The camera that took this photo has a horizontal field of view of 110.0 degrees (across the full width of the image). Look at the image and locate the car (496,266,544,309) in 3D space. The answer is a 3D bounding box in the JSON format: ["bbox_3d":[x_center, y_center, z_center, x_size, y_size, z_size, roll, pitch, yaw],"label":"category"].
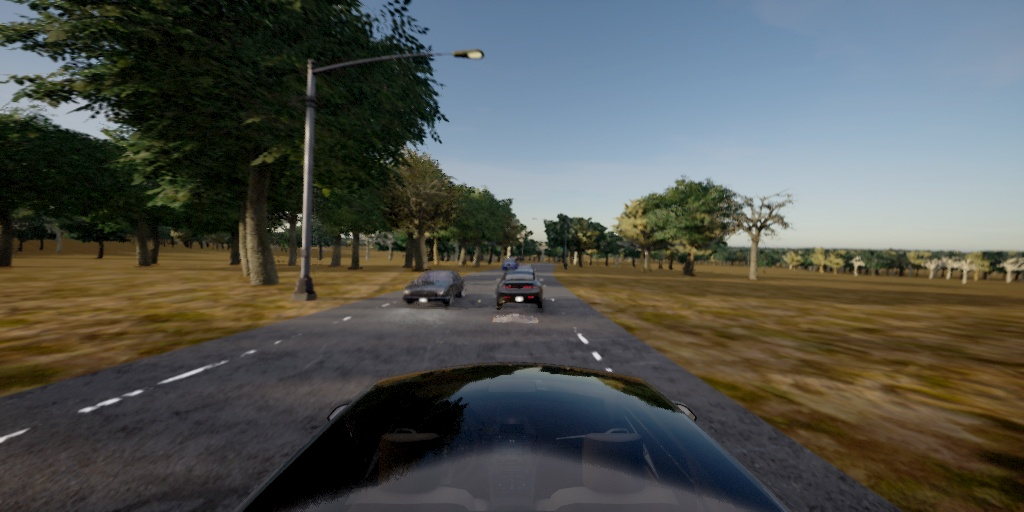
[{"bbox_3d":[0.342,1.363,15.642,1.837,1.490,4.892,0,-1,2],"label":"car"}]

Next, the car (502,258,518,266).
[{"bbox_3d":[-0.253,1.341,57.830,2.150,2.045,5.566,0,1,7],"label":"car"}]

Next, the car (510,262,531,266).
[{"bbox_3d":[1.294,1.575,34.820,2.033,1.411,5.357,0,0,4],"label":"car"}]

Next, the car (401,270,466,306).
[{"bbox_3d":[-3.319,1.334,16.396,2.033,1.411,5.357,2,0,2],"label":"car"}]
